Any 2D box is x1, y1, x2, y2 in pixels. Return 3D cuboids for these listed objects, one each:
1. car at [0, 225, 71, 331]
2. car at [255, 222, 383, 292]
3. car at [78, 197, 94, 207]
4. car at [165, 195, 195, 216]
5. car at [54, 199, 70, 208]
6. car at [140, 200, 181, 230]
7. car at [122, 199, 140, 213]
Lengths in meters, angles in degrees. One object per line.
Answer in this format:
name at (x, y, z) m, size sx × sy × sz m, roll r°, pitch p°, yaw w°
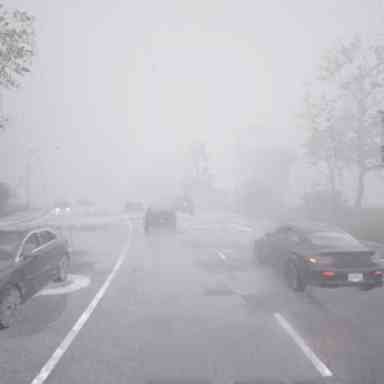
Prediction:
car at (-3.999, 1.513, 6.919) m, size 2.128 × 1.511 × 4.902 m, roll 0°, pitch 0°, yaw -4°
car at (3.063, 1.529, 8.899) m, size 1.812 × 1.442 × 4.674 m, roll 0°, pitch 0°, yaw -5°
car at (-16.804, 1.583, 52.544) m, size 1.882 × 1.535 × 5.008 m, roll 0°, pitch 0°, yaw -28°
car at (-1.334, 1.275, 32.863) m, size 2.150 × 2.045 × 5.566 m, roll 0°, pitch 0°, yaw -16°
car at (-20.148, 1.716, 51.415) m, size 1.895 × 1.301 × 4.718 m, roll 0°, pitch 0°, yaw -28°
car at (-2.172, 1.514, 21.374) m, size 1.882 × 1.535 × 5.008 m, roll 0°, pitch 0°, yaw -10°
car at (-7.071, 1.550, 39.102) m, size 1.882 × 1.535 × 5.008 m, roll 0°, pitch 0°, yaw -19°
